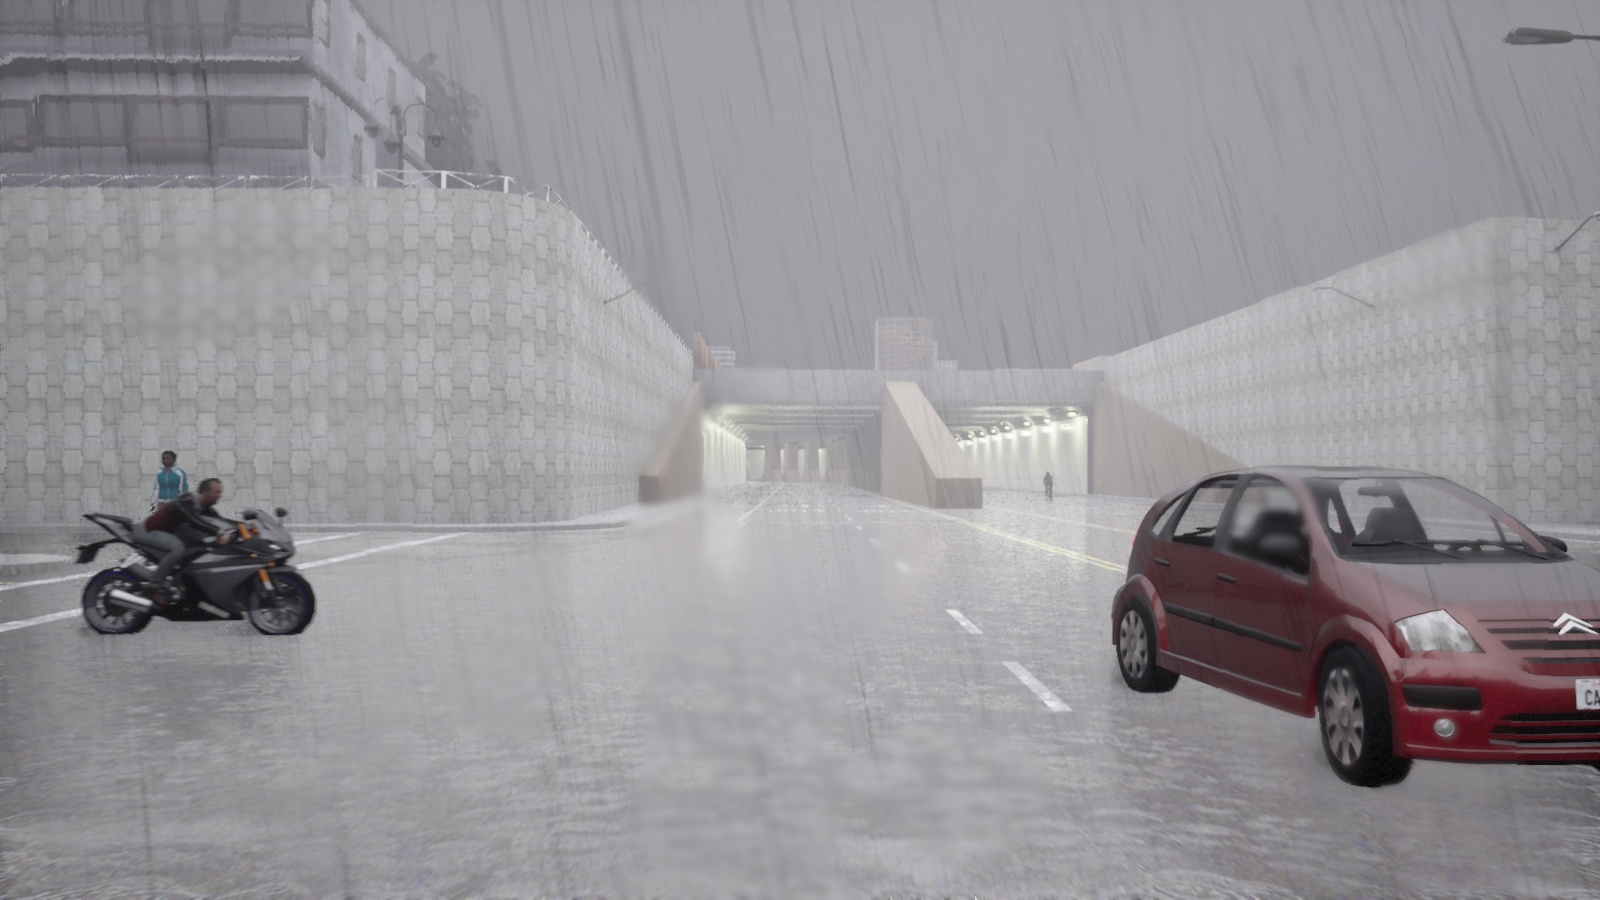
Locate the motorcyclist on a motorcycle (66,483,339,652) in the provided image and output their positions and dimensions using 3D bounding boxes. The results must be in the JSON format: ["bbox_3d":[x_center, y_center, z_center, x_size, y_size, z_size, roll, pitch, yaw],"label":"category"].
[{"bbox_3d":[-5.656,1.093,11.983,2.191,1.530,0.866,0,-1,0],"label":"motorcyclist on a motorcycle"}]

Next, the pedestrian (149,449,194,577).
[{"bbox_3d":[-9.692,0.954,19.379,0.396,1.930,0.692,0,-1,-7],"label":"pedestrian"}]

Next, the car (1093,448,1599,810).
[{"bbox_3d":[3.426,0.835,7.724,1.851,1.617,3.988,0,-1,-8],"label":"car"}]
